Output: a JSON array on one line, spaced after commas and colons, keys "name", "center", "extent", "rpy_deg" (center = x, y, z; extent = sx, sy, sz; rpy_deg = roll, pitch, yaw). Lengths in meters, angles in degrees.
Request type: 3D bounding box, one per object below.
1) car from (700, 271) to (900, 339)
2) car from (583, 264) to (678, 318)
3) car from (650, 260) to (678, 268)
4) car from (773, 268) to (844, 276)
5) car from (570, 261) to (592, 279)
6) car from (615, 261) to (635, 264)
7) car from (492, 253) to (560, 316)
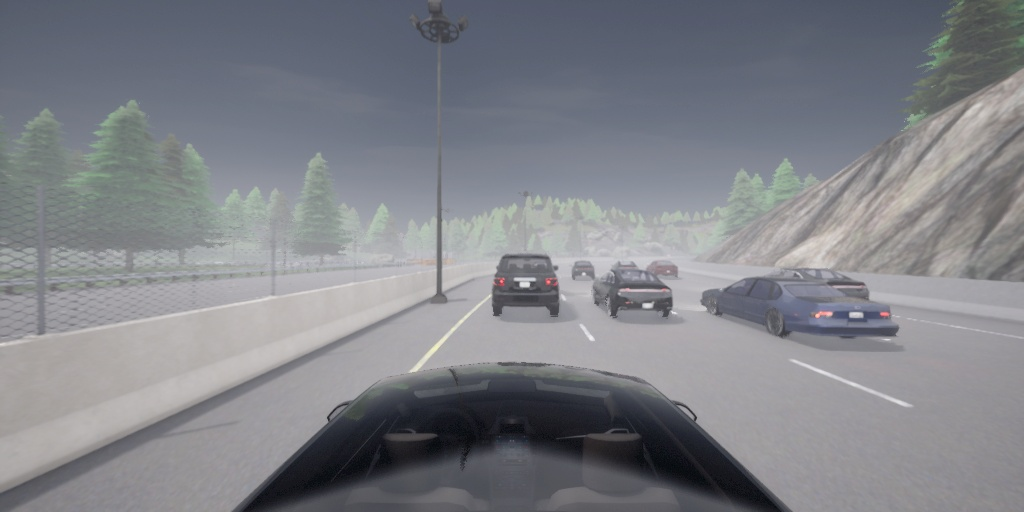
[{"name": "car", "center": [7.360, 1.278, 10.042], "extent": [2.033, 1.411, 5.357], "rpy_deg": [0, 0, 3]}, {"name": "car", "center": [4.042, 1.204, 12.710], "extent": [2.128, 1.511, 4.902], "rpy_deg": [0, 0, 3]}, {"name": "car", "center": [13.383, 1.129, 32.183], "extent": [1.882, 1.535, 5.008], "rpy_deg": [0, 0, 10]}, {"name": "car", "center": [11.143, 1.213, 14.063], "extent": [2.128, 1.511, 4.902], "rpy_deg": [0, 0, 4]}, {"name": "car", "center": [6.004, 1.149, 30.425], "extent": [1.837, 1.490, 4.892], "rpy_deg": [0, 0, 9]}, {"name": "car", "center": [9.548, 1.143, 30.437], "extent": [2.128, 1.511, 4.902], "rpy_deg": [0, 0, 9]}, {"name": "car", "center": [0.551, 0.926, 13.238], "extent": [2.150, 2.045, 5.566], "rpy_deg": [0, 0, 4]}]
